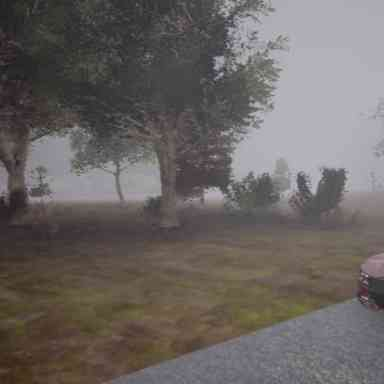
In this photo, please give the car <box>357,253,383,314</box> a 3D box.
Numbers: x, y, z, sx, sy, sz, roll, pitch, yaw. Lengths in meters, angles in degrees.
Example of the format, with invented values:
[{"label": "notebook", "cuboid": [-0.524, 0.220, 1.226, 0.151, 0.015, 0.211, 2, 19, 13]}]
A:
[{"label": "car", "cuboid": [5.298, 1.433, 6.595, 5.008, 1.535, 1.882, -1, 1, -33]}]
